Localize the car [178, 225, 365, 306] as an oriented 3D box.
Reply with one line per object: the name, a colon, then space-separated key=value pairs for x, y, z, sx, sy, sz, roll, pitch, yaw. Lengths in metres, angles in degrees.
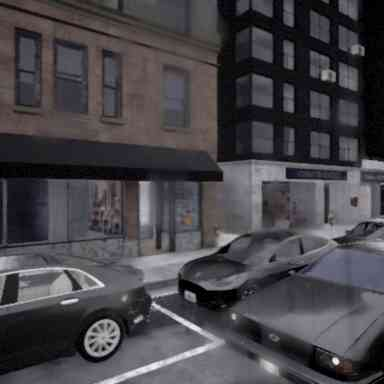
car: x=1.739 y=1.562 z=7.450 sx=4.313 sy=1.339 sz=1.947 roll=0 pitch=0 yaw=-36

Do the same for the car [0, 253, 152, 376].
car: x=-2.654 y=1.557 z=4.289 sx=4.403 sy=1.369 sz=2.008 roll=0 pitch=0 yaw=-36

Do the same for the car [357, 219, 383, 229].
car: x=6.133 y=1.550 z=10.611 sx=4.313 sy=1.339 sz=1.947 roll=0 pitch=0 yaw=-36

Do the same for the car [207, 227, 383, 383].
car: x=3.006 y=1.541 z=5.242 sx=5.357 sy=1.411 sz=2.033 roll=0 pitch=0 yaw=-36
